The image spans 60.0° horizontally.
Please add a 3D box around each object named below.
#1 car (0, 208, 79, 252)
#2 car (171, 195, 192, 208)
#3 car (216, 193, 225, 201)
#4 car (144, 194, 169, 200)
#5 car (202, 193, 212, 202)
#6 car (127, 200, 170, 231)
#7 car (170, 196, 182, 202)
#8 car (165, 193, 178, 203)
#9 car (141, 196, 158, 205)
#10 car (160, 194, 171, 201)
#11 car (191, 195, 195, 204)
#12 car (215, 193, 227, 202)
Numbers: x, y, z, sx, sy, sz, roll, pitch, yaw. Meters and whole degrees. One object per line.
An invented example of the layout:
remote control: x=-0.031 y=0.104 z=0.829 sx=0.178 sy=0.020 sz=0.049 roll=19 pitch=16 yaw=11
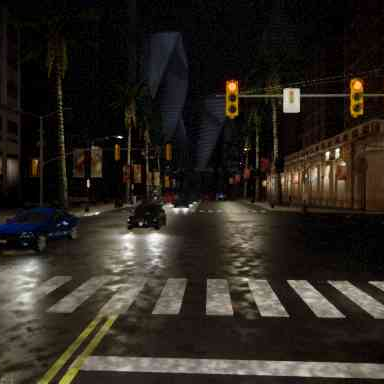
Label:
car: x=-6.507 y=1.477 z=14.178 sx=1.882 sy=1.535 sz=5.008 roll=0 pitch=0 yaw=3
car: x=-1.437 y=1.564 z=47.891 sx=1.994 sy=1.385 sz=4.181 roll=0 pitch=0 yaw=3
car: x=7.433 y=1.217 z=88.091 sx=2.150 sy=2.045 sz=5.566 roll=0 pitch=0 yaw=2
car: x=-4.986 y=1.491 z=46.912 sx=2.128 sy=1.511 sz=4.902 roll=0 pitch=0 yaw=3
car: x=3.565 y=1.224 z=77.812 sx=2.150 sy=2.045 sz=5.566 roll=0 pitch=0 yaw=2
car: x=-2.704 y=1.505 z=20.654 sx=1.837 sy=1.490 sz=4.892 roll=0 pitch=0 yaw=3
car: x=-3.578 y=1.537 z=74.616 sx=2.033 sy=1.411 sz=5.357 roll=0 pitch=0 yaw=3
car: x=-4.279 y=1.222 z=61.216 sx=2.150 sy=2.045 sz=5.566 roll=0 pitch=0 yaw=4
car: x=-7.505 y=1.513 z=59.369 sx=2.161 sy=1.482 sz=4.786 roll=0 pitch=0 yaw=2
car: x=-6.417 y=1.354 z=81.273 sx=2.185 sy=1.767 sz=4.553 roll=0 pitch=0 yaw=2
car: x=-0.869 y=1.502 z=59.592 sx=1.837 sy=1.490 sz=4.892 roll=0 pitch=1 yaw=3
car: x=7.074 y=1.522 z=78.017 sx=2.128 sy=1.511 sz=4.902 roll=0 pitch=0 yaw=2
